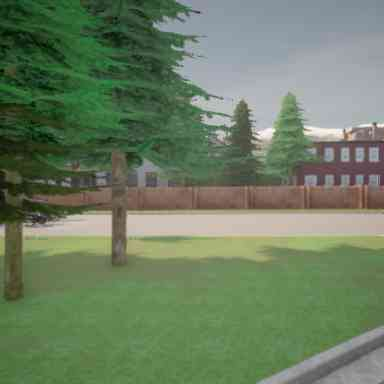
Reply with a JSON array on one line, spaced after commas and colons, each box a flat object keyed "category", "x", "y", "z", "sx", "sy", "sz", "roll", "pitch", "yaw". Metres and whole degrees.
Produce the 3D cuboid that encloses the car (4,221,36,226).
[{"category": "car", "x": -11.836, "y": 1.474, "z": 22.266, "sx": 4.892, "sy": 1.490, "sz": 1.837, "roll": 0, "pitch": 0, "yaw": 3}]
